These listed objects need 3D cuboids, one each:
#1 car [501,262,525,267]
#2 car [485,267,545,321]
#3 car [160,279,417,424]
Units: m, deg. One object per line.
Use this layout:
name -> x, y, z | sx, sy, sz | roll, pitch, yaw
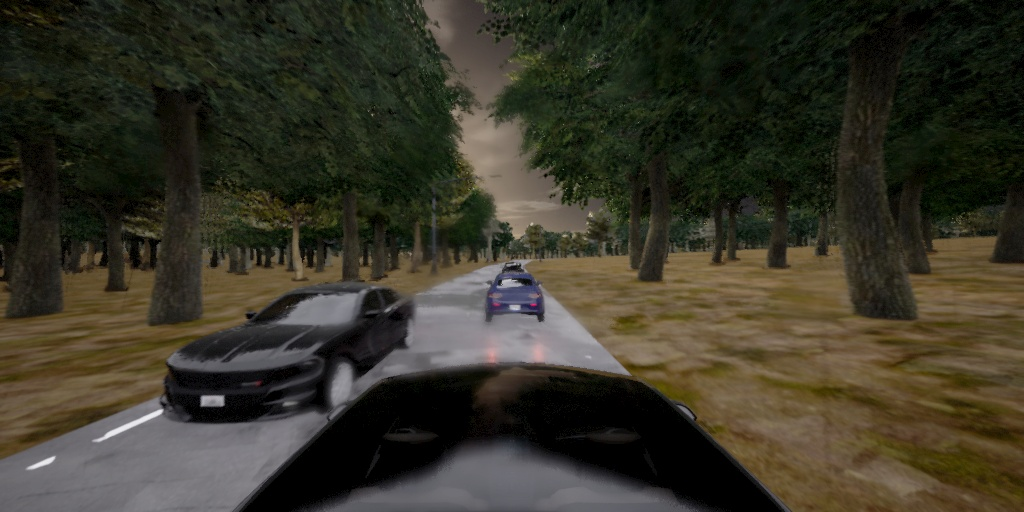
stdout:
car -> 0.093, 1.257, 30.278 | 1.837, 1.490, 4.892 | 0, 0, 0
car -> 0.095, 1.275, 12.342 | 1.812, 1.442, 4.674 | 0, 0, 0
car -> -3.099, 1.227, 6.209 | 1.882, 1.535, 5.008 | 0, 0, 0
